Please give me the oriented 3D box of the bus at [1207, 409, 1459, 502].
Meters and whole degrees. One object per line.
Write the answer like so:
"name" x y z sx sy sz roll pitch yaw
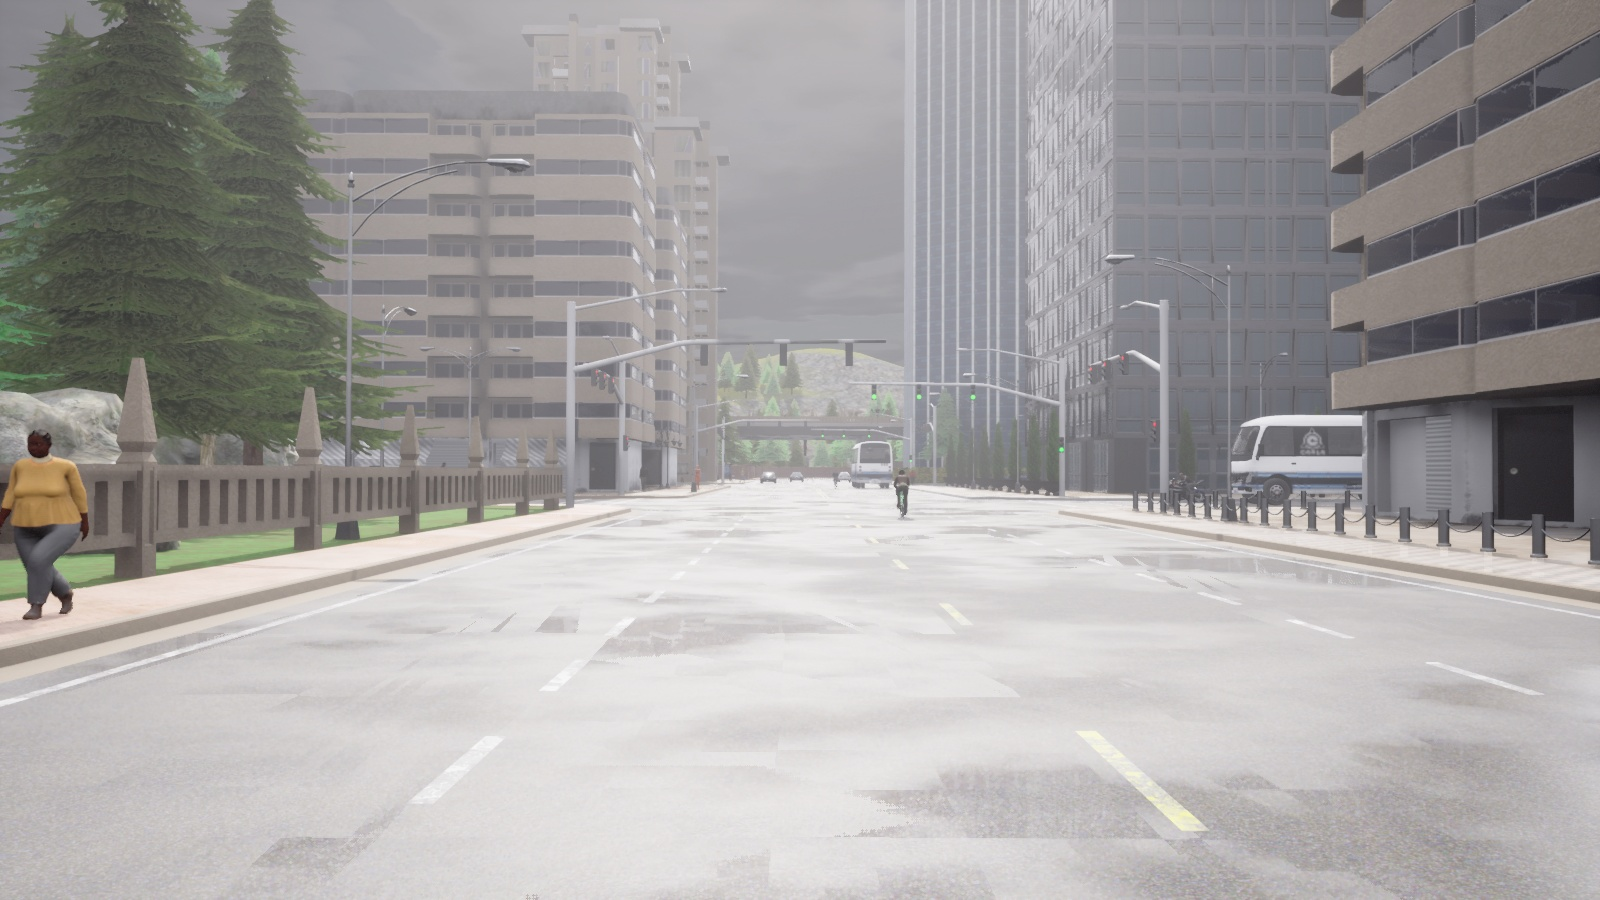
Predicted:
"bus" 25.076 0.280 59.561 10.273 4.253 3.944 0 -1 0

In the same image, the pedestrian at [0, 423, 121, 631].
"pedestrian" -7.001 0.697 11.690 0.874 1.855 0.900 0 -1 -2

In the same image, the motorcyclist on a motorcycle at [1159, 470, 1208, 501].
"motorcyclist on a motorcycle" 19.262 1.773 63.053 2.191 1.530 0.866 0 -1 0
